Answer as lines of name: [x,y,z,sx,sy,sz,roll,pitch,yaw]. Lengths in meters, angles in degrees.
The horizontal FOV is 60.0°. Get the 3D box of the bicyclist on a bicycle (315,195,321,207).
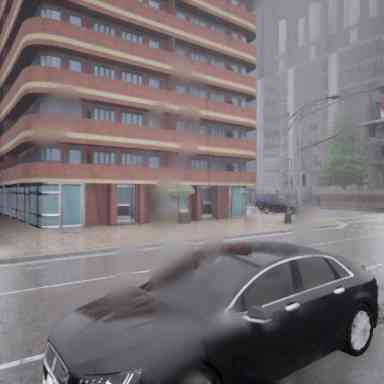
bicyclist on a bicycle: [17.784,1.295,46.920,1.656,1.620,0.582,0,0,-36]

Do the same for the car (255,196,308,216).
car: [9.014,1.488,32.681,2.128,1.511,4.902,0,0,-36]

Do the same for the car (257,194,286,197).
car: [9.679,1.217,37.711,2.150,2.045,5.566,0,0,-36]

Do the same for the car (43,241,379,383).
car: [0.663,1.505,4.481,4.892,1.490,1.837,0,0,-36]
